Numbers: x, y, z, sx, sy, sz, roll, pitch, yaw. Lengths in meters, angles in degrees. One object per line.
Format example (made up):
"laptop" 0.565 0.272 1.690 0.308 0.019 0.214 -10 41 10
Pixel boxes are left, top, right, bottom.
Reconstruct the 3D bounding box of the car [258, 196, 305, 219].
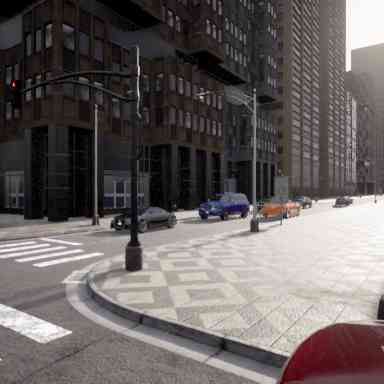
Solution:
"car" 7.960 1.288 29.159 2.097 1.767 4.553 0 0 35

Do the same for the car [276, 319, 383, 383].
"car" 2.680 1.315 1.049 5.009 1.841 2.192 0 0 35

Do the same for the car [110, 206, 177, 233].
"car" -2.749 1.524 19.546 1.994 1.385 4.181 0 0 35

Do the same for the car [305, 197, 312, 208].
"car" 14.352 1.385 43.676 2.128 1.511 4.902 0 0 35

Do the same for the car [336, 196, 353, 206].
"car" 23.370 1.366 50.966 2.128 1.511 4.902 0 0 35

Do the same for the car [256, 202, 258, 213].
"car" 8.370 1.270 35.269 2.097 1.767 4.553 0 0 35

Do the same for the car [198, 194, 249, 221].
"car" 2.735 1.161 27.312 2.150 2.045 5.566 0 0 35
